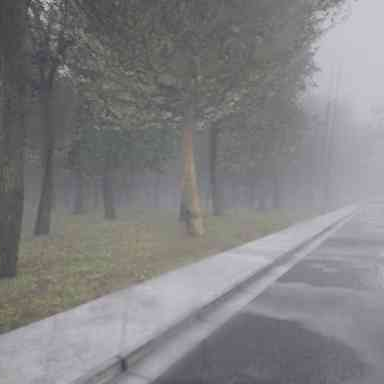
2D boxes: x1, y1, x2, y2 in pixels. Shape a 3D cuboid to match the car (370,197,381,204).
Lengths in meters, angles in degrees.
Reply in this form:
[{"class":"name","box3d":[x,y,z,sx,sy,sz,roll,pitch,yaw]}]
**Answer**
[{"class":"car","box3d":[37.971,1.777,68.735,2.033,1.411,5.357,-1,-1,30]}]
